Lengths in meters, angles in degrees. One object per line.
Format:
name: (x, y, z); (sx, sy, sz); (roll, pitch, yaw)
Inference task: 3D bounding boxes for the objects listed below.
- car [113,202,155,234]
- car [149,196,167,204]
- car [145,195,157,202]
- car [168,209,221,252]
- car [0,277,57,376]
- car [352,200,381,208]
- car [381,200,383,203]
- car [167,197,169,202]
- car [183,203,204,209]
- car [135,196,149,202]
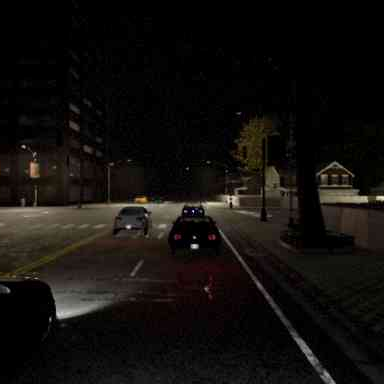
car: (-3.334, 1.534, 19.122); (1.812, 1.442, 4.674); (0, 0, -3)
car: (-6.526, 1.533, 64.180); (1.837, 1.490, 4.892); (0, 0, 0)
car: (-9.762, 1.568, 79.758); (2.033, 1.411, 5.357); (0, 0, 0)
car: (0.094, 1.607, 13.804); (1.895, 1.301, 4.718); (0, 0, 0)
car: (-3.152, 1.565, 3.656); (1.994, 1.385, 4.181); (0, 0, 0)
car: (22.948, 1.660, 41.543); (5.357, 1.411, 2.033); (0, 0, -7)
car: (25.418, 1.654, 38.585); (5.357, 1.411, 2.033); (0, 0, -7)
car: (-6.512, 1.581, 79.199); (1.994, 1.385, 4.181); (0, 0, 0)
car: (0.095, 1.618, 29.321); (1.895, 1.301, 4.718); (0, 0, 0)
car: (-9.776, 1.507, 64.183); (1.882, 1.535, 5.008); (0, 0, 0)
